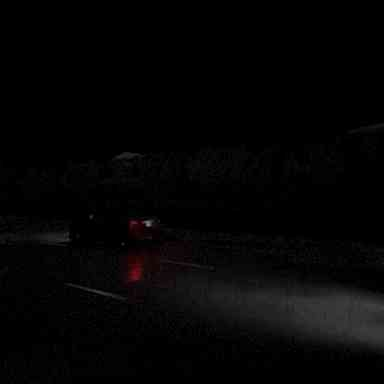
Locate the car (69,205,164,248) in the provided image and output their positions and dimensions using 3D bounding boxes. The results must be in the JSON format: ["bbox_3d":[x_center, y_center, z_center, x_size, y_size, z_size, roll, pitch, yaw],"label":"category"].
[{"bbox_3d":[-3.532,1.389,15.112,4.553,1.767,2.097,0,0,35],"label":"car"}]
